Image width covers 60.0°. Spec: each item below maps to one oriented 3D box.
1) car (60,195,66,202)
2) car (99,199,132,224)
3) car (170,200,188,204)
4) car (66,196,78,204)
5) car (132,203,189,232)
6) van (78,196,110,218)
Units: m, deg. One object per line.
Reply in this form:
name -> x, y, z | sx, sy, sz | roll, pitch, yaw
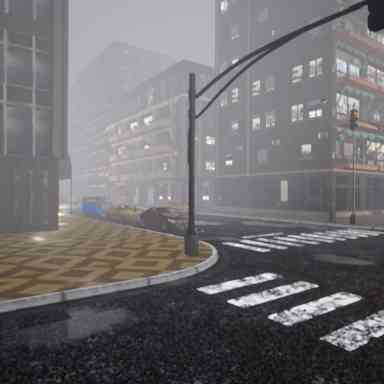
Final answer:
car -> -27.877, 1.361, 70.733 | 1.967, 1.590, 4.097 | 0, 0, -36
car -> -4.883, 1.459, 24.289 | 1.752, 1.417, 4.829 | 0, 0, -36
car -> -1.572, 1.488, 34.051 | 1.752, 1.417, 4.829 | 0, 0, -36
car -> -21.375, 1.448, 61.667 | 1.752, 1.417, 4.829 | 0, 0, -36
car -> -1.683, 1.526, 19.825 | 1.802, 1.307, 4.206 | 0, 0, -36
van -> -8.282, 1.266, 29.030 | 1.690, 1.788, 3.998 | 0, 0, -36
